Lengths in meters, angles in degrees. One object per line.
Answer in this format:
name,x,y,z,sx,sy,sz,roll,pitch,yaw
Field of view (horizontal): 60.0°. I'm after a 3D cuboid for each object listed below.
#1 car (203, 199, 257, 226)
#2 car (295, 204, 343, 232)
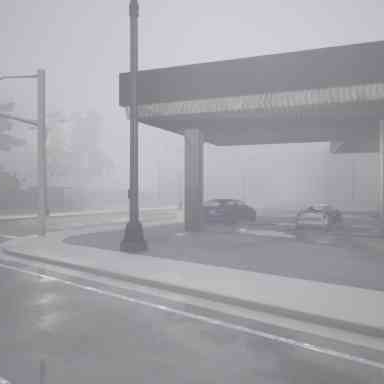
car,2.590,1.295,22.629,2.242,1.667,4.611,0,0,37
car,7.664,1.456,19.829,1.970,1.475,3.806,0,0,37
